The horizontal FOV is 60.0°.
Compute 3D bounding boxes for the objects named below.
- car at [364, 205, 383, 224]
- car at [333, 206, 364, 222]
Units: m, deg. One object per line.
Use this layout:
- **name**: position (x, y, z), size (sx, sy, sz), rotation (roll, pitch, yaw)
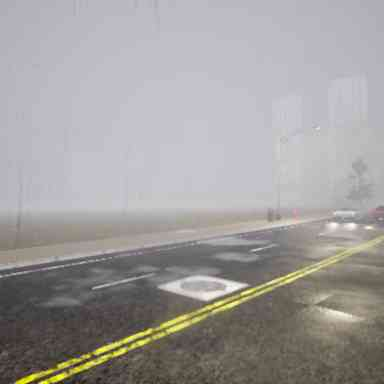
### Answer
- **car**: position (15.868, 1.776, 27.014), size (1.882, 1.535, 5.008), rotation (-1, -1, 40)
- **car**: position (14.475, 1.969, 30.403), size (1.895, 1.301, 4.718), rotation (-1, -1, 40)
